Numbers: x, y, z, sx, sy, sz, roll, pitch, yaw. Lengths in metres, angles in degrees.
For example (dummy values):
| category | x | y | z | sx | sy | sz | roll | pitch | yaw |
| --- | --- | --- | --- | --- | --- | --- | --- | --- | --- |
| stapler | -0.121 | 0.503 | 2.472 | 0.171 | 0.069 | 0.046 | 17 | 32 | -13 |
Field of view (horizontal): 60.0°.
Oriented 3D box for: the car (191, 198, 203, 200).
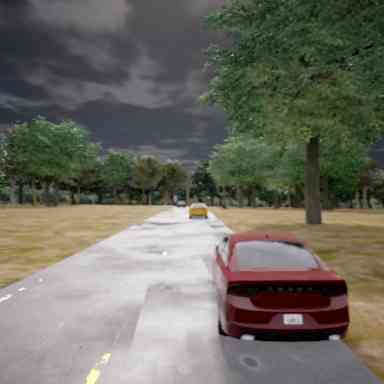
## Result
| category | x | y | z | sx | sy | sz | roll | pitch | yaw |
| --- | --- | --- | --- | --- | --- | --- | --- | --- | --- |
| car | 0.668 | 1.830 | 45.123 | 2.150 | 2.045 | 5.566 | 0 | -1 | 0 |

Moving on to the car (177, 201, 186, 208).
| category | x | y | z | sx | sy | sz | roll | pitch | yaw |
| --- | --- | --- | --- | --- | --- | --- | --- | --- | --- |
| car | -2.276 | 2.639 | 70.808 | 1.882 | 1.535 | 5.008 | -1 | -2 | 0 |

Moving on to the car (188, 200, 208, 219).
| category | x | y | z | sx | sy | sz | roll | pitch | yaw |
| --- | --- | --- | --- | --- | --- | --- | --- | --- | --- |
| car | 0.649 | 1.911 | 34.604 | 1.882 | 1.535 | 5.008 | 0 | -1 | 0 |

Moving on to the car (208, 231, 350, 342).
| category | x | y | z | sx | sy | sz | roll | pitch | yaw |
| --- | --- | --- | --- | --- | --- | --- | --- | --- | --- |
| car | 1.386 | 1.538 | 6.831 | 1.882 | 1.535 | 5.008 | -1 | -1 | 1 |
